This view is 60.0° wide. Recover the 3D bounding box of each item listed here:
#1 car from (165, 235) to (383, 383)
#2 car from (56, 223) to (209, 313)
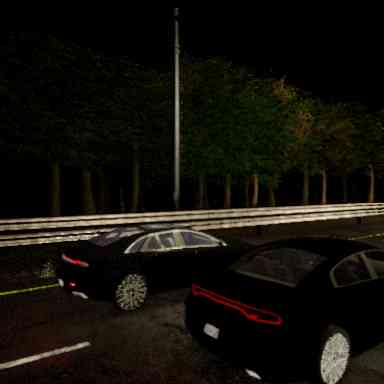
[{"bbox_3d":[2.239,1.469,5.344,5.008,1.535,1.882,0,0,-36],"label":"car"},{"bbox_3d":[-0.505,1.484,7.684,4.902,1.511,2.128,0,0,-36],"label":"car"}]
